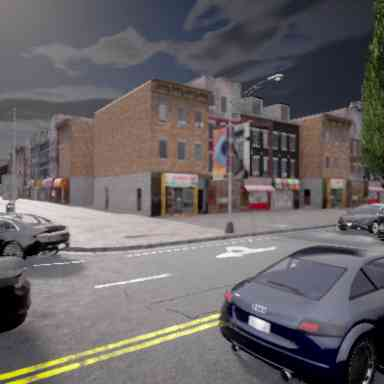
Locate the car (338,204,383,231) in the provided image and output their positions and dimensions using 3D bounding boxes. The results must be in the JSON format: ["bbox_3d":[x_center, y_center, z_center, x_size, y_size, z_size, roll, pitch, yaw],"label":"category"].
[{"bbox_3d":[10.278,1.473,18.981,4.892,1.490,1.837,0,0,-35],"label":"car"}]

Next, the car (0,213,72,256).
[{"bbox_3d":[-6.495,1.459,11.203,4.902,1.511,2.128,1,1,14],"label":"car"}]

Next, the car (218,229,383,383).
[{"bbox_3d":[2.444,1.559,5.178,4.181,1.385,1.994,0,0,-35],"label":"car"}]

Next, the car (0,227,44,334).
[{"bbox_3d":[-4.823,1.476,4.239,5.008,1.535,1.882,1,0,-35],"label":"car"}]

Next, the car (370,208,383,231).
[{"bbox_3d":[10.164,1.527,14.911,4.181,1.385,1.994,0,0,-35],"label":"car"}]
